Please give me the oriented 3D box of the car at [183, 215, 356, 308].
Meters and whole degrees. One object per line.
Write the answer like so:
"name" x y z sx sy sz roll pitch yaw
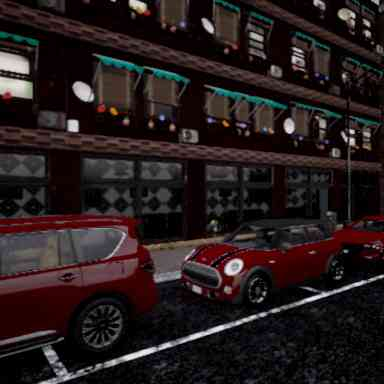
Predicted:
"car" 1.727 1.403 7.794 4.097 1.590 1.967 0 0 -36

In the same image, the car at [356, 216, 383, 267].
"car" 6.315 1.471 11.070 4.507 1.381 1.887 0 0 -36

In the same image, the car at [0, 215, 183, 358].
"car" -2.859 1.314 4.517 5.009 1.841 2.192 0 0 -36
